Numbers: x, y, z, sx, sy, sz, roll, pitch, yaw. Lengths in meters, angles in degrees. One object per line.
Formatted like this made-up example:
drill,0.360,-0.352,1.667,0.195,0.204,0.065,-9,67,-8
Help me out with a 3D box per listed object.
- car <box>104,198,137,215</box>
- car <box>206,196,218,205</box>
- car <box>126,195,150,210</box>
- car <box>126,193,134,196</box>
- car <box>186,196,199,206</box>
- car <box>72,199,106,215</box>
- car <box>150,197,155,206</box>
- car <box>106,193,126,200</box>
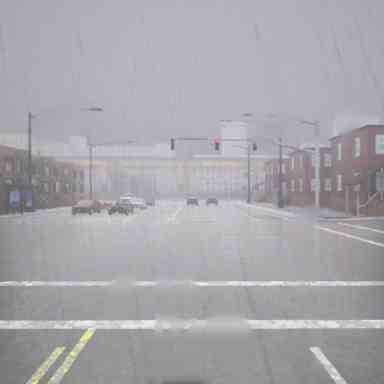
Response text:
car,-7.109,1.601,33.628,1.895,1.301,4.718,0,0,0
car,3.477,1.505,58.450,1.837,1.490,4.892,0,0,0
car,-7.104,1.526,43.626,1.812,1.442,4.674,0,0,0
car,-10.604,1.221,54.576,2.150,2.045,5.566,0,0,-1
car,0.081,1.477,56.335,1.882,1.535,5.008,0,0,0
car,-10.611,1.478,33.853,1.882,1.535,5.008,0,0,0
car,-7.098,1.547,53.908,2.033,1.411,5.357,0,0,1
car,-10.609,1.352,44.019,2.097,1.767,4.553,0,0,0
